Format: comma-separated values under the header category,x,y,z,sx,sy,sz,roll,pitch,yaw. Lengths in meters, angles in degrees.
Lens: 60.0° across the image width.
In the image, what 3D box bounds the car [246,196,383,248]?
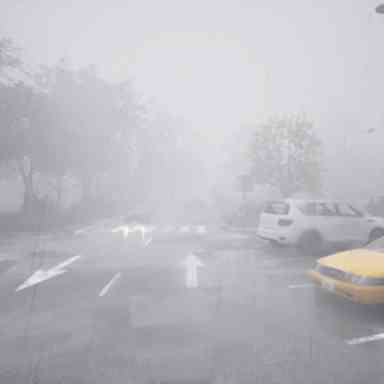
category,x,y,z,sx,sy,sz,roll,pitch,yaw
car,5.370,1.307,13.562,5.566,2.045,2.435,1,-1,-20

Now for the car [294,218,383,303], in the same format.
category,x,y,z,sx,sy,sz,roll,pitch,yaw
car,5.189,1.520,7.467,5.366,1.575,1.946,1,0,-20

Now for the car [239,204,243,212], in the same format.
category,x,y,z,sx,sy,sz,roll,pitch,yaw
car,7.223,1.679,34.529,4.902,1.511,2.128,0,-1,-17

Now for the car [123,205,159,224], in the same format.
category,x,y,z,sx,sy,sz,roll,pitch,yaw
car,-3.855,1.719,26.271,2.033,1.411,5.357,0,0,5

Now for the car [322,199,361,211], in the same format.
category,x,y,z,sx,sy,sz,roll,pitch,yaw
car,20.890,1.777,46.633,2.163,1.488,4.792,0,-1,-21

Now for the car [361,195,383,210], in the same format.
category,x,y,z,sx,sy,sz,roll,pitch,yaw
car,26.973,1.499,46.762,2.435,2.045,5.566,1,-1,-22

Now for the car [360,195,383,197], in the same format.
category,x,y,z,sx,sy,sz,roll,pitch,yaw
car,18.314,1.400,29.571,2.435,2.045,5.566,0,0,-21
